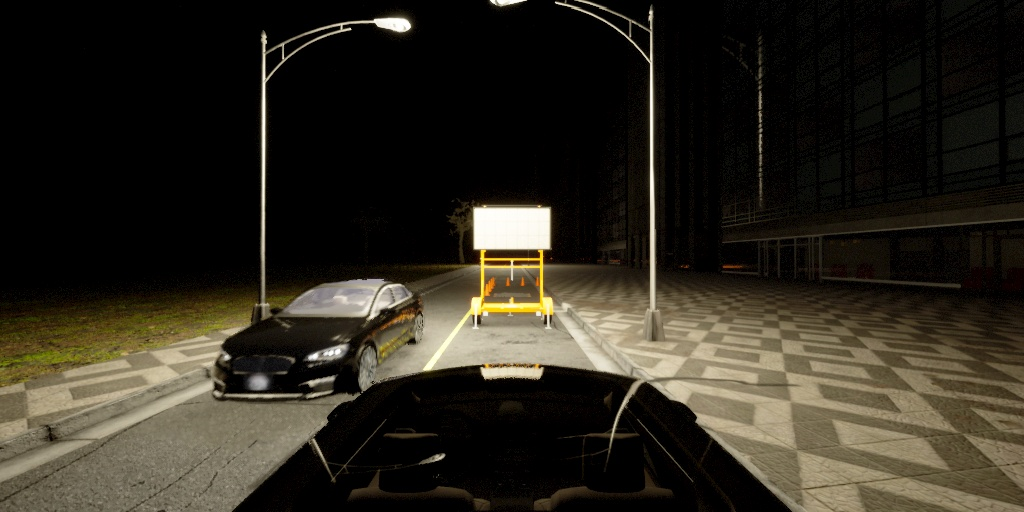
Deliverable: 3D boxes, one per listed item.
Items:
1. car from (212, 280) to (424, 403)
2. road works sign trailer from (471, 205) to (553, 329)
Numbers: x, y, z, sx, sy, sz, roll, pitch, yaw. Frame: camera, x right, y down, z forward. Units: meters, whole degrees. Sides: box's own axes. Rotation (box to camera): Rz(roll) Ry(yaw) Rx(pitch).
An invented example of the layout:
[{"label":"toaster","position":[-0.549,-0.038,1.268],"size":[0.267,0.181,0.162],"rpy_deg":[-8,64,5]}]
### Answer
[{"label":"car","position":[-2.999,1.243,6.693],"size":[2.128,1.511,4.902],"rpy_deg":[0,0,0]},{"label":"road works sign trailer","position":[0.002,0.217,11.220],"size":[2.380,3.560,2.880],"rpy_deg":[0,0,0]}]
